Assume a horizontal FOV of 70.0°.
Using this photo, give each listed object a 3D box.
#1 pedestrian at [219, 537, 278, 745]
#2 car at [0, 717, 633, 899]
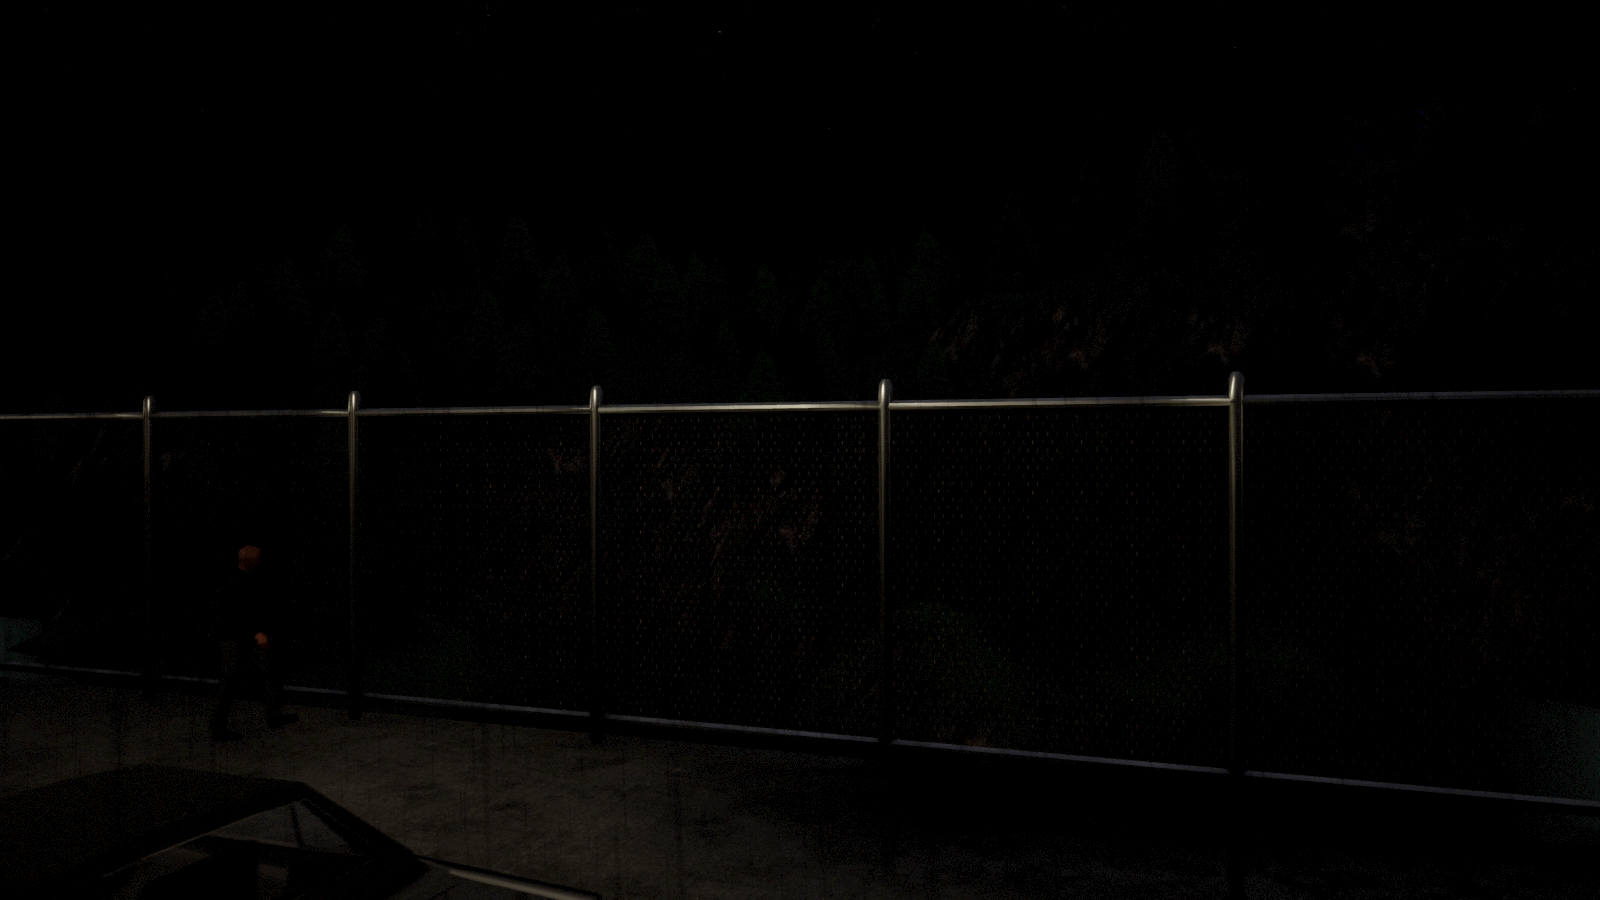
[{"bbox_3d":[-5.090,1.748,10.553,0.375,1.860,0.375,0,0,-2],"label":"pedestrian"},{"bbox_3d":[-3.284,2.157,4.990,4.718,1.301,1.895,0,0,20],"label":"car"}]
